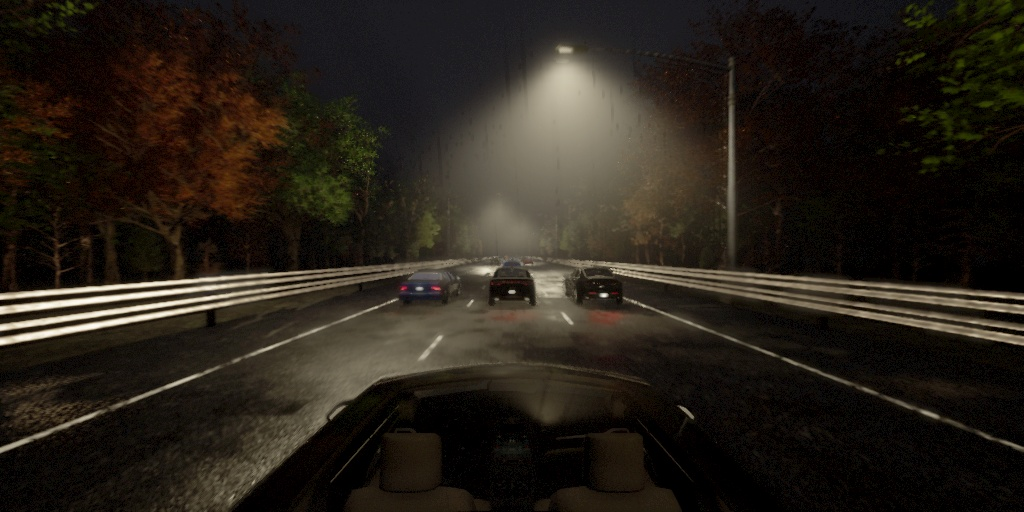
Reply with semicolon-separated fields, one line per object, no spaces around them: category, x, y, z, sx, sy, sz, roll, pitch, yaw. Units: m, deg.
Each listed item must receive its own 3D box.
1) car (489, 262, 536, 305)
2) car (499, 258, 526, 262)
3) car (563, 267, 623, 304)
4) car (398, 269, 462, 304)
car;0.004;1.210;16.092;1.882;1.535;5.008;0;0;0
car;0.011;1.182;33.159;1.882;1.535;5.008;0;0;0
car;3.505;1.237;16.068;1.837;1.490;4.892;0;0;0
car;-3.495;1.282;16.070;2.033;1.411;5.357;0;0;0
